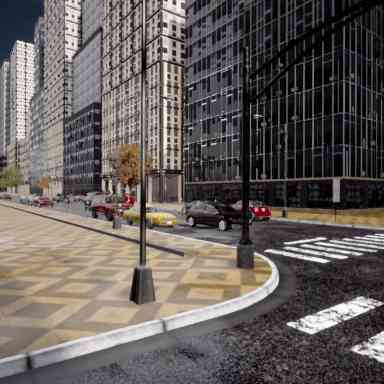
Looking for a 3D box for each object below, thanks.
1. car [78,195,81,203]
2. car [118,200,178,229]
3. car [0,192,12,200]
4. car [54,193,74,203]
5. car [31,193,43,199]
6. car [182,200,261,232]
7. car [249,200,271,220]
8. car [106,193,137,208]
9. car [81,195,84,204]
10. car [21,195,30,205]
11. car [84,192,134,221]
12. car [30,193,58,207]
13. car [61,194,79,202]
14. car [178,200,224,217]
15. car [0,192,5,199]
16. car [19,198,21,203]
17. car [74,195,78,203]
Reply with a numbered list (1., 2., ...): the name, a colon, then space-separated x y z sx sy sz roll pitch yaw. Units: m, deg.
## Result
1. car: -16.211 1.250 53.429 1.887 1.381 4.507 1 0 -36
2. car: -2.708 1.416 20.856 1.752 1.417 4.829 1 0 -36
3. car: -39.826 1.006 71.268 1.887 1.381 4.507 1 0 -36
4. car: -18.819 0.925 47.378 1.837 1.490 4.892 0 0 -36
5. car: -39.830 0.965 85.369 1.947 1.339 4.313 1 0 -36
6. car: 1.489 1.424 19.746 1.837 1.490 4.892 0 1 -36
7. car: 4.139 1.362 26.129 1.967 1.590 4.097 1 0 -36
8. car: -9.461 1.096 44.304 2.192 1.841 5.009 1 0 -36
9. car: -9.110 1.034 34.087 2.150 2.045 5.566 0 0 -36
10. car: -22.953 1.225 48.451 2.008 1.369 4.403 1 0 -36
11. car: -6.159 1.172 25.576 2.192 1.841 5.009 1 0 -36
12. car: -19.579 1.257 43.888 1.887 1.381 4.507 1 0 -36
13. car: -23.061 1.148 62.692 1.752 1.417 4.829 1 0 -36
14. car: 0.737 1.440 30.676 2.008 1.369 4.403 1 0 -36
15. car: -46.574 0.808 80.396 1.967 1.590 4.097 1 0 -36
16. car: -26.327 1.185 53.014 2.008 1.369 4.403 1 0 -36
17. car: -19.585 1.216 57.991 2.008 1.369 4.403 1 0 -36
